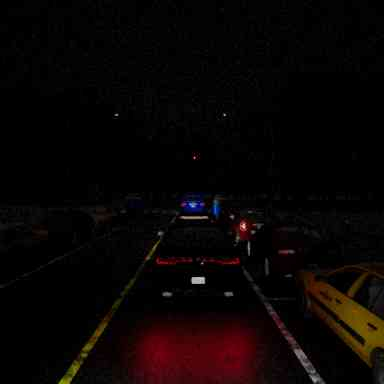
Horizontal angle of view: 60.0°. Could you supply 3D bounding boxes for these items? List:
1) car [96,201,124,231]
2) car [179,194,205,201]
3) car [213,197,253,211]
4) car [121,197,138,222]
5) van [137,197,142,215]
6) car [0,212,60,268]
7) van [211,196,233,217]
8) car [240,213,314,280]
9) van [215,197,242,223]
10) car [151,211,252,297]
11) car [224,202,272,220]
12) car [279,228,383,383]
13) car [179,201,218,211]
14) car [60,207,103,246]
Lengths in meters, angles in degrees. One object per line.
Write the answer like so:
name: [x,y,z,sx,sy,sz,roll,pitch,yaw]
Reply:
car: [-5.763,1.526,20.527,1.752,1.417,4.829,0,0,0]
car: [0.026,1.224,29.411,2.150,2.045,5.566,0,0,-2]
car: [2.762,1.316,20.696,2.192,1.841,5.009,0,0,0]
car: [-5.763,1.442,26.134,1.967,1.590,4.097,0,0,0]
van: [-5.763,1.344,31.572,1.690,1.788,3.998,0,0,0]
car: [-5.764,1.525,9.652,1.752,1.417,4.829,0,0,0]
van: [2.763,1.344,31.571,1.690,1.788,3.998,0,0,0]
car: [2.761,1.544,9.821,1.887,1.381,4.507,0,0,0]
van: [2.762,1.343,26.134,1.690,1.788,3.998,0,0,0]
car: [0.095,1.477,8.600,1.882,1.535,5.008,0,0,0]
car: [2.761,1.440,15.258,1.967,1.590,4.097,0,0,0]
car: [2.760,1.525,4.553,1.752,1.417,4.829,0,0,0]
car: [0.098,1.492,19.043,2.128,1.511,4.902,0,0,0]
car: [-5.764,1.566,15.259,1.947,1.339,4.313,0,0,0]
